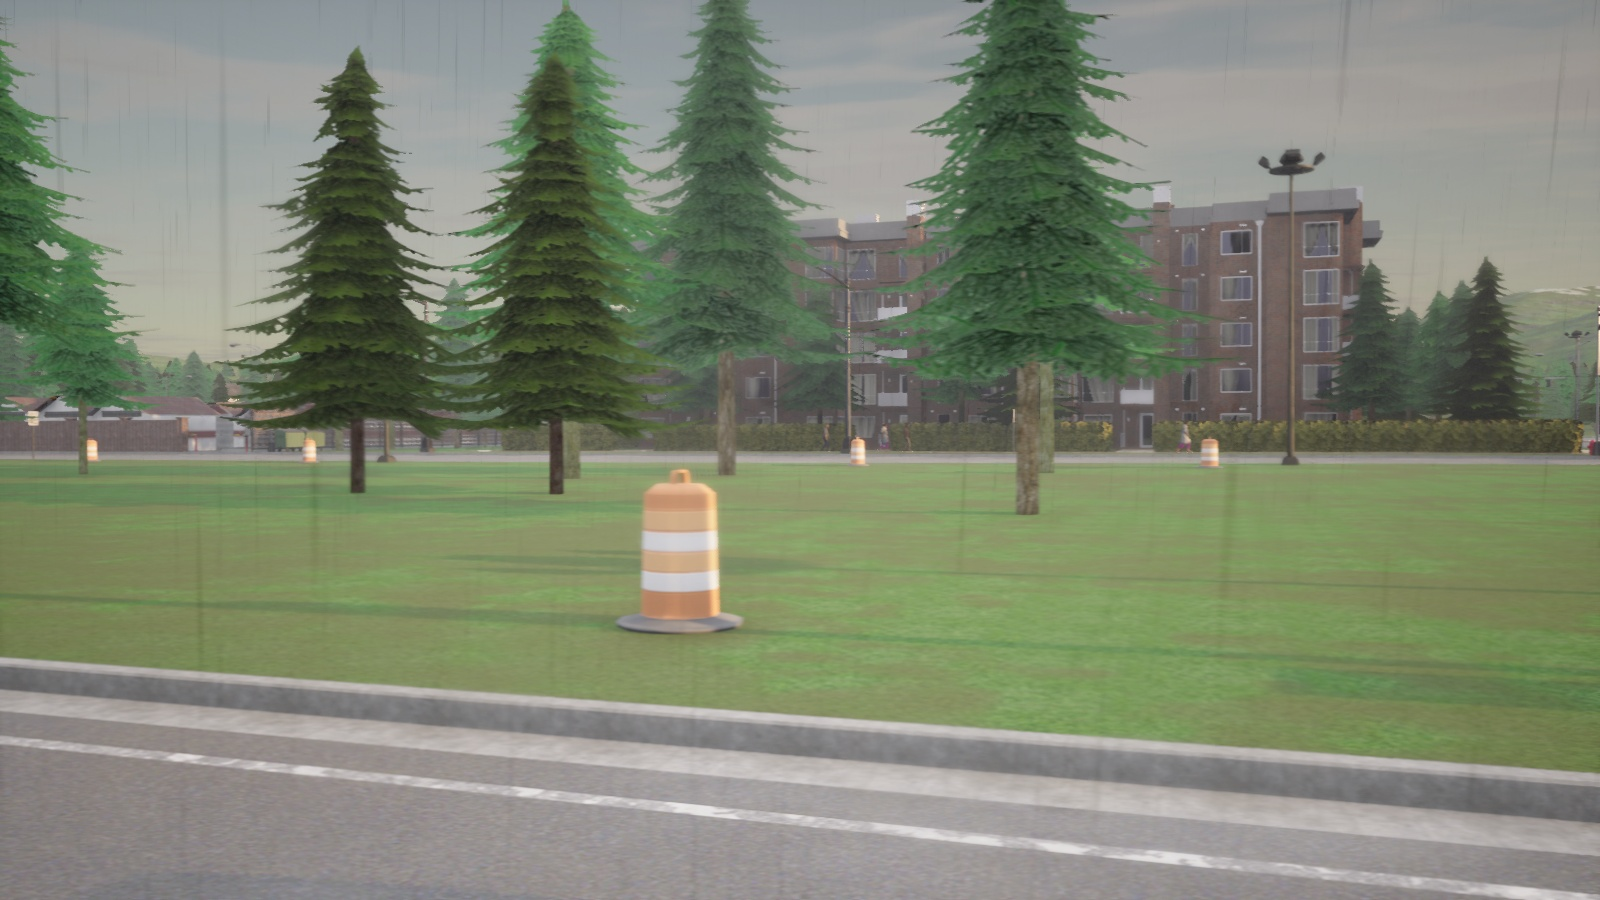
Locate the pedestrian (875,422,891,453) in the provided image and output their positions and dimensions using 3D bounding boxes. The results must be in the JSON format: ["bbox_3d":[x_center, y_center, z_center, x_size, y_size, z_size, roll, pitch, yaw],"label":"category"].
[{"bbox_3d":[5.191,-0.782,78.520,0.873,1.952,0.659,1,1,21],"label":"pedestrian"}]

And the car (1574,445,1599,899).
[{"bbox_3d":[3.588,0.787,1.985,3.705,1.549,1.789,0,1,19],"label":"car"}]

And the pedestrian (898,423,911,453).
[{"bbox_3d":[6.489,-0.764,77.647,0.703,1.840,0.431,1,1,20],"label":"pedestrian"}]

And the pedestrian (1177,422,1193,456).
[{"bbox_3d":[22.202,-0.621,72.421,0.873,1.952,0.659,1,1,20],"label":"pedestrian"}]
